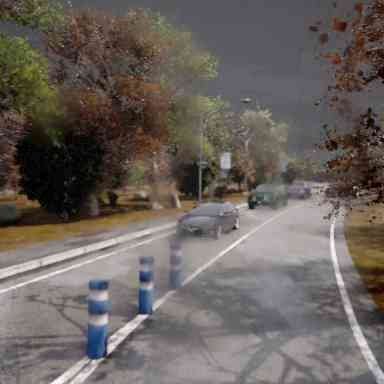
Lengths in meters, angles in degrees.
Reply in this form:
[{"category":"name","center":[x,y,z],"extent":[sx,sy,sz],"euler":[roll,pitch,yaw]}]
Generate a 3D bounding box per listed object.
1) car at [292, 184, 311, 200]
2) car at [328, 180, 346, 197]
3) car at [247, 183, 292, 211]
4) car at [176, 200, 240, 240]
[{"category":"car","center":[11.957,-0.123,37.461],"extent":[2.097,1.767,4.553],"euler":[0,3,30]},{"category":"car","center":[17.661,-0.500,40.253],"extent":[2.150,2.045,5.566],"euler":[0,3,30]},{"category":"car","center":[6.289,0.318,27.225],"extent":[2.150,2.045,5.566],"euler":[0,2,28]},{"category":"car","center":[0.890,1.191,15.542],"extent":[1.837,1.490,4.892],"euler":[0,3,23]}]
